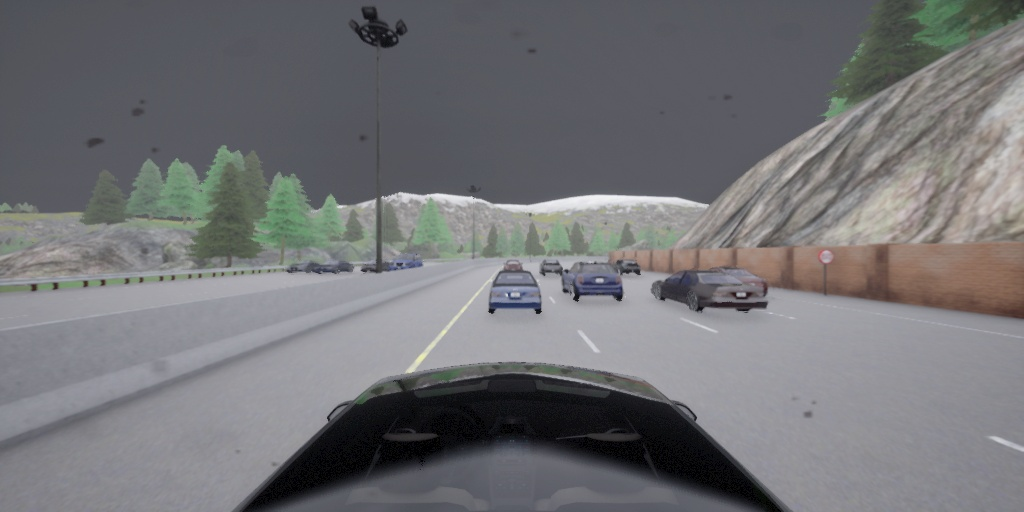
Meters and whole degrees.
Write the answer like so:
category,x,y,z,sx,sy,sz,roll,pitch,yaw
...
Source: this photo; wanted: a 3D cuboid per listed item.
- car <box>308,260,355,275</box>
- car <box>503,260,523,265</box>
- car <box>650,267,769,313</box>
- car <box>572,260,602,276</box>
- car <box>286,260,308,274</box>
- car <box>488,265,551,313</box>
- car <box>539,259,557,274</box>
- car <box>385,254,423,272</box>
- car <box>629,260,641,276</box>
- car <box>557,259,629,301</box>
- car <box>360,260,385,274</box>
category,x,y,z,sx,sy,sz,roll,pitch,yaw
car,-17.593,1.091,35.770,2.033,1.411,5.357,0,0,0
car,0.105,1.078,34.839,1.812,1.442,4.674,0,0,0
car,7.103,1.227,13.615,2.033,1.411,5.357,0,0,0
car,7.104,1.120,34.362,1.994,1.385,4.181,0,0,0
car,-21.080,1.102,36.676,1.994,1.385,4.181,0,0,0
car,0.102,1.227,13.574,2.033,1.411,5.357,0,0,0
car,3.606,1.050,33.792,2.128,1.511,4.902,0,0,0
car,-10.591,0.766,36.423,2.150,2.045,5.566,0,0,0
car,10.605,1.064,33.900,1.837,1.490,4.892,0,0,0
car,3.603,1.012,16.839,2.097,1.767,4.553,0,0,0
car,-14.092,1.079,37.884,2.033,1.411,5.357,0,0,0
